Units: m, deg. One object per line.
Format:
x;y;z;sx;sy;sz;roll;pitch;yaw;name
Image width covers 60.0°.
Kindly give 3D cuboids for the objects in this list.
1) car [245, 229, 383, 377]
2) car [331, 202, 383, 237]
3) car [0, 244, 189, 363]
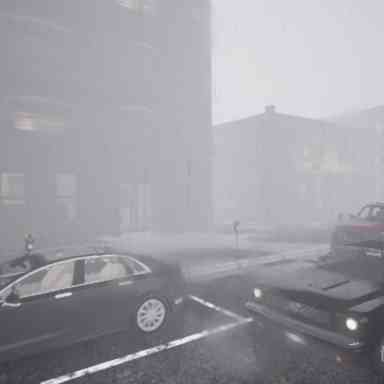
3.138;1.583;5.621;4.718;1.301;1.895;0;0;-36;car
6.920;1.276;11.507;5.009;1.841;2.192;0;0;-36;car
-2.110;1.547;5.059;4.403;1.369;2.008;0;0;-36;car
